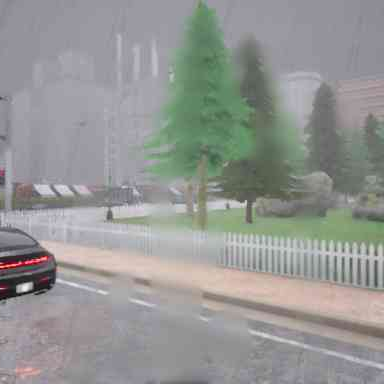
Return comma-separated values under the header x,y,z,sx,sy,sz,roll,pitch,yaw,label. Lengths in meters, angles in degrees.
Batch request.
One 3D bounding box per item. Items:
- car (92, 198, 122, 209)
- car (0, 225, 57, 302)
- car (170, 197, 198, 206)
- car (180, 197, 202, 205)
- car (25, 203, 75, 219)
x,y,z,sx,sy,sz,roll,pitch,yaw,label
-11.605,1.559,45.601,1.994,1.385,4.181,0,0,34,car
-5.020,1.504,7.526,4.892,1.490,1.837,0,0,36,car
-1.253,1.543,54.609,2.033,1.411,5.357,0,0,34,car
-0.125,1.608,62.416,1.895,1.301,4.718,0,0,34,car
-11.303,1.561,26.981,1.994,1.385,4.181,0,0,34,car
